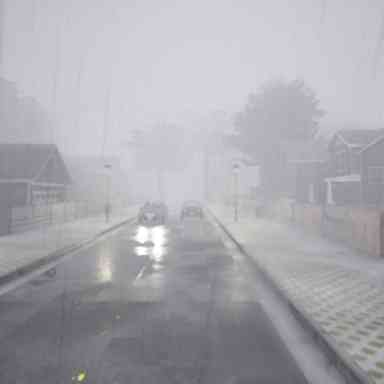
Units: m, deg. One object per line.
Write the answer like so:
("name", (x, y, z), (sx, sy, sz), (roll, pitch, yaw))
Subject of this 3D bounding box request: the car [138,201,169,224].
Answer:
("car", (-2.766, 1.443, 24.587), (2.128, 1.511, 4.902), (0, 0, 0))

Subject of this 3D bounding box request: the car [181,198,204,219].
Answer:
("car", (0.028, 1.469, 27.917), (1.812, 1.442, 4.674), (0, 0, 1))

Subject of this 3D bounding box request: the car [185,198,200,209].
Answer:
("car", (0.074, 1.511, 44.599), (1.895, 1.301, 4.718), (0, 0, 0))
